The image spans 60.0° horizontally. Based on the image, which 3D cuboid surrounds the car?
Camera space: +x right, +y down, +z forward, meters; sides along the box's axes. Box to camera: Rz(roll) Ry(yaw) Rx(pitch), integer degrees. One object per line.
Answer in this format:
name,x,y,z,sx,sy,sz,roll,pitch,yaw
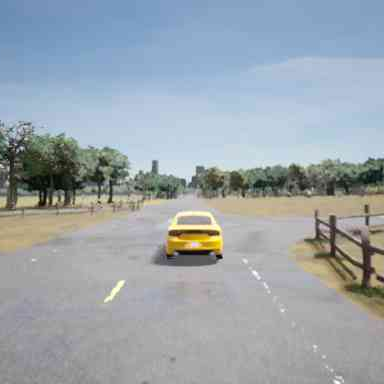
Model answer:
car,0.079,1.486,12.769,1.882,1.535,5.008,0,0,0
